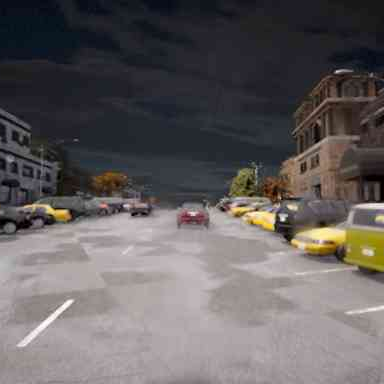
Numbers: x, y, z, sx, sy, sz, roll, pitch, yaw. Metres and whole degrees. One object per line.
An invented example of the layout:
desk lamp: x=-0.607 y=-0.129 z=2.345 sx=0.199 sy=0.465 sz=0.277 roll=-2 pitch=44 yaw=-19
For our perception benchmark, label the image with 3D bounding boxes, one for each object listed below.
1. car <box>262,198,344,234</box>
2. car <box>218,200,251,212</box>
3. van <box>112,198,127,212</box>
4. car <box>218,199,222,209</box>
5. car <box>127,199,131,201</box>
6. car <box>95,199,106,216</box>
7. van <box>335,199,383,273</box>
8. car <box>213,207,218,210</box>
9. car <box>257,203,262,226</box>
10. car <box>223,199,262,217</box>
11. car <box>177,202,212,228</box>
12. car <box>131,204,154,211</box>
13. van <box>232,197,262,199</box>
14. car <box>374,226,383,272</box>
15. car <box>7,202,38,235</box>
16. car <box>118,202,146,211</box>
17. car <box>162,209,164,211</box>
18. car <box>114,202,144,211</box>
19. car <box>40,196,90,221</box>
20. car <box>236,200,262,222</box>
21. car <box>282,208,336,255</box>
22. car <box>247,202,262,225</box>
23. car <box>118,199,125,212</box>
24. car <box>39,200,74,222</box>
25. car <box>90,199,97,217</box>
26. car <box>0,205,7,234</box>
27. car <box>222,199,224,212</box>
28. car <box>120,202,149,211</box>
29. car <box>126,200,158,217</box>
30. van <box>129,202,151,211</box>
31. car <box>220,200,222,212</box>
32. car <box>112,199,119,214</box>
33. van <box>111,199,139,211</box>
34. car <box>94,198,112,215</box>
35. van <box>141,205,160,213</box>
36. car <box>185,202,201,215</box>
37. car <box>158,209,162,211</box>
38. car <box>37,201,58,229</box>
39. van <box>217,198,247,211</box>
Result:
car: x=6.392 y=1.291 z=15.104 sx=5.566 sy=2.045 sz=2.435 roll=1 pitch=-1 yaw=-20
car: x=6.546 y=2.095 z=51.008 sx=4.553 sy=1.767 sz=2.185 roll=1 pitch=-2 yaw=-19
van: x=-11.464 y=1.806 z=44.637 sx=4.442 sy=1.987 sz=1.878 roll=0 pitch=-1 yaw=-20
car: x=6.492 y=2.075 z=45.023 sx=4.792 sy=1.488 sz=2.163 roll=1 pitch=-2 yaw=-19
car: x=-11.334 y=2.155 z=47.605 sx=4.674 sy=1.452 sz=2.002 roll=0 pitch=-2 yaw=-20
car: x=-11.414 y=1.759 z=32.940 sx=4.892 sy=1.521 sz=2.231 roll=0 pitch=-1 yaw=-20
van: x=6.485 y=1.291 z=9.146 sx=4.442 sy=1.987 sz=1.878 roll=1 pitch=0 yaw=-20
car: x=6.469 y=1.878 z=47.993 sx=5.566 sy=2.045 sz=2.435 roll=1 pitch=-2 yaw=-19
car: x=6.539 y=1.563 z=18.146 sx=5.366 sy=1.575 sz=1.946 roll=1 pitch=-1 yaw=-20
car: x=6.222 y=1.762 z=32.975 sx=5.366 sy=1.575 sz=1.946 roll=1 pitch=-1 yaw=-20
car: x=0.074 y=1.472 z=23.076 sx=2.097 sy=1.767 sz=4.553 roll=0 pitch=-1 yaw=0
car: x=-11.009 y=3.519 z=73.908 sx=4.892 sy=1.521 sz=2.231 roll=1 pitch=-4 yaw=-19
van: x=6.303 y=1.599 z=35.995 sx=4.442 sy=1.987 sz=1.878 roll=1 pitch=-1 yaw=-20
car: x=6.208 y=1.504 z=6.041 sx=5.366 sy=1.575 sz=1.946 roll=1 pitch=0 yaw=-20
car: x=-11.443 y=1.548 z=18.273 sx=5.008 sy=1.535 sz=2.097 roll=-1 pitch=0 yaw=-20
car: x=-11.188 y=2.703 z=62.243 sx=4.892 sy=1.521 sz=2.231 roll=0 pitch=-3 yaw=-19
car: x=-10.785 y=4.946 z=88.497 sx=4.792 sy=1.488 sz=2.163 roll=1 pitch=-6 yaw=-19
car: x=-11.224 y=2.548 z=59.320 sx=5.008 sy=1.535 sz=2.097 roll=0 pitch=-3 yaw=-19
car: x=-11.469 y=1.406 z=27.061 sx=5.566 sy=2.045 sz=2.435 roll=-1 pitch=-1 yaw=-20
car: x=6.195 y=1.620 z=24.003 sx=5.366 sy=1.575 sz=1.946 roll=1 pitch=-1 yaw=-20
car: x=6.192 y=1.520 z=12.034 sx=5.366 sy=1.575 sz=1.946 roll=1 pitch=0 yaw=-20
car: x=6.538 y=1.592 z=21.138 sx=5.366 sy=1.575 sz=1.946 roll=1 pitch=-1 yaw=-20
car: x=-11.379 y=1.953 z=41.738 sx=5.008 sy=1.535 sz=2.097 roll=0 pitch=-2 yaw=-20
car: x=-11.619 y=1.612 z=24.077 sx=5.366 sy=1.575 sz=1.946 roll=-1 pitch=0 yaw=-20
car: x=-11.425 y=1.703 z=30.003 sx=4.892 sy=1.521 sz=2.231 roll=-1 pitch=-1 yaw=-20
car: x=-11.420 y=1.399 z=15.343 sx=4.553 sy=1.767 sz=2.185 roll=-1 pitch=0 yaw=-20
car: x=6.395 y=1.768 z=39.023 sx=4.553 sy=1.767 sz=2.185 roll=1 pitch=-2 yaw=-20
car: x=-11.318 y=2.872 z=65.096 sx=5.366 sy=1.575 sz=1.946 roll=0 pitch=-4 yaw=-19
car: x=-5.091 y=1.861 z=34.711 sx=2.033 sy=1.411 sz=5.357 roll=0 pitch=-1 yaw=0
van: x=-11.175 y=3.058 z=70.974 sx=4.442 sy=1.987 sz=1.878 roll=1 pitch=-4 yaw=-19
car: x=6.438 y=2.006 z=42.018 sx=4.674 sy=1.452 sz=2.002 roll=1 pitch=-2 yaw=-19
car: x=-11.363 y=1.912 z=38.820 sx=4.792 sy=1.488 sz=2.163 roll=0 pitch=-2 yaw=-20
van: x=-11.362 y=2.189 z=56.363 sx=4.442 sy=1.987 sz=1.878 roll=0 pitch=-2 yaw=-19
car: x=-11.377 y=1.690 z=35.881 sx=4.553 sy=1.767 sz=2.185 roll=0 pitch=-1 yaw=-20
van: x=-10.708 y=4.405 z=85.658 sx=4.442 sy=1.987 sz=1.878 roll=1 pitch=-6 yaw=-19
car: x=0.143 y=1.972 z=40.862 sx=1.812 sy=1.442 sz=4.674 roll=0 pitch=-1 yaw=0
car: x=-10.900 y=3.799 z=79.785 sx=5.566 sy=2.045 sz=2.435 roll=1 pitch=-6 yaw=-19
car: x=-11.455 y=1.579 z=21.204 sx=5.008 sy=1.535 sz=2.097 roll=-1 pitch=-1 yaw=-20
van: x=6.431 y=2.092 z=53.953 sx=4.442 sy=1.987 sz=1.878 roll=1 pitch=-2 yaw=-19
